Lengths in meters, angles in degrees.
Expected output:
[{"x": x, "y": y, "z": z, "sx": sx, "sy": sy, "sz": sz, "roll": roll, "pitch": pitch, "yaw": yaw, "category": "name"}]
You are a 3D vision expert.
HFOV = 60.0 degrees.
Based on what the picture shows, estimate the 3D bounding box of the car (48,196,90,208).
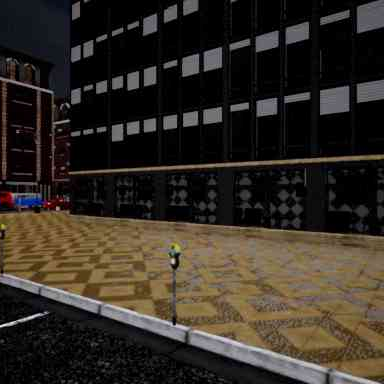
[{"x": -15.371, "y": 1.259, "z": 41.877, "sx": 1.895, "sy": 1.301, "sz": 4.718, "roll": 0, "pitch": 1, "yaw": 35, "category": "car"}]

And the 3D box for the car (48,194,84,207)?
[{"x": -16.737, "y": 1.079, "z": 44.207, "sx": 1.967, "sy": 1.590, "sz": 4.097, "roll": 1, "pitch": 1, "yaw": 35, "category": "car"}]

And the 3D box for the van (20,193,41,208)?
[{"x": -19.972, "y": 1.050, "z": 39.566, "sx": 1.690, "sy": 1.788, "sz": 3.998, "roll": 1, "pitch": 1, "yaw": 35, "category": "van"}]

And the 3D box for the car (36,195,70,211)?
[{"x": -13.495, "y": 1.269, "z": 35.083, "sx": 1.887, "sy": 1.381, "sz": 4.507, "roll": 1, "pitch": 1, "yaw": 35, "category": "car"}]

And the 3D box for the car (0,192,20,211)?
[{"x": -21.029, "y": 1.002, "z": 33.749, "sx": 2.150, "sy": 2.045, "sz": 5.566, "roll": 0, "pitch": 1, "yaw": 35, "category": "car"}]
